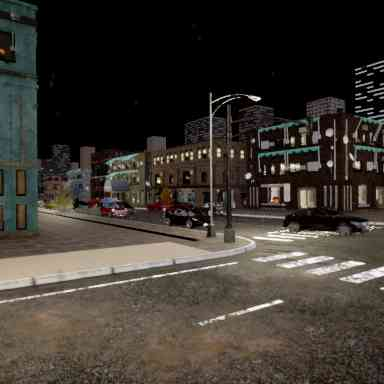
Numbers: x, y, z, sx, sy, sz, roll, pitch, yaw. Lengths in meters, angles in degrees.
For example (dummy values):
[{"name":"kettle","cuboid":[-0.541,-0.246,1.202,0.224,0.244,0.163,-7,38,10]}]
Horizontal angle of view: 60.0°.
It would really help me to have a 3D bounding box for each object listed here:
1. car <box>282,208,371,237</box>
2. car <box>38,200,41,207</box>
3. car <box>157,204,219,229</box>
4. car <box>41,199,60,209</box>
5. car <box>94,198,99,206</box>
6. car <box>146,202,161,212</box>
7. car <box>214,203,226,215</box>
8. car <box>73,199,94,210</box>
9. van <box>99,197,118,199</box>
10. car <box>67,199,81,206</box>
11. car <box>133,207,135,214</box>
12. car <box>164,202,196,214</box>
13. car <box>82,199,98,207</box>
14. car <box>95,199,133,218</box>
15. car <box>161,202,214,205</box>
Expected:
[{"name":"car","cuboid":[7.290,1.601,18.471,1.812,1.442,4.674,0,-2,-42]},{"name":"car","cuboid":[-30.681,2.376,66.803,2.008,1.369,4.403,-1,0,-35]},{"name":"car","cuboid":[-0.360,1.815,23.794,1.947,1.339,4.313,-1,0,-35]},{"name":"car","cuboid":[-24.183,2.233,57.631,1.752,1.417,4.829,-1,0,-35]},{"name":"car","cuboid":[-17.450,1.940,62.615,2.192,1.841,5.009,-1,0,-35]},{"name":"car","cuboid":[-4.644,1.966,44.549,1.802,1.307,4.206,-1,0,-35]},{"name":"car","cuboid":[1.754,1.810,35.517,2.008,1.369,4.403,-2,0,-35]},{"name":"car","cuboid":[-17.656,2.168,53.085,1.812,1.442,4.674,-1,0,-35]},{"name":"van","cuboid":[-14.250,1.907,58.099,1.690,1.788,3.998,-1,0,-35]},{"name":"car","cuboid":[-27.044,2.364,76.166,1.947,1.339,4.313,-1,0,-35]},{"name":"car","cuboid":[-8.543,1.931,40.061,1.837,1.490,4.892,-1,0,-35]},{"name":"car","cuboid":[-1.445,1.904,40.034,1.802,1.307,4.206,-2,0,-35]},{"name":"car","cuboid":[-20.644,2.228,67.132,1.887,1.381,4.507,-1,0,-35]},{"name":"car","cuboid":[-8.285,1.846,35.187,1.967,1.590,4.097,-1,0,-35]},{"name":"car","cuboid":[-0.483,1.794,28.680,1.812,1.442,4.674,-1,0,-35]}]
